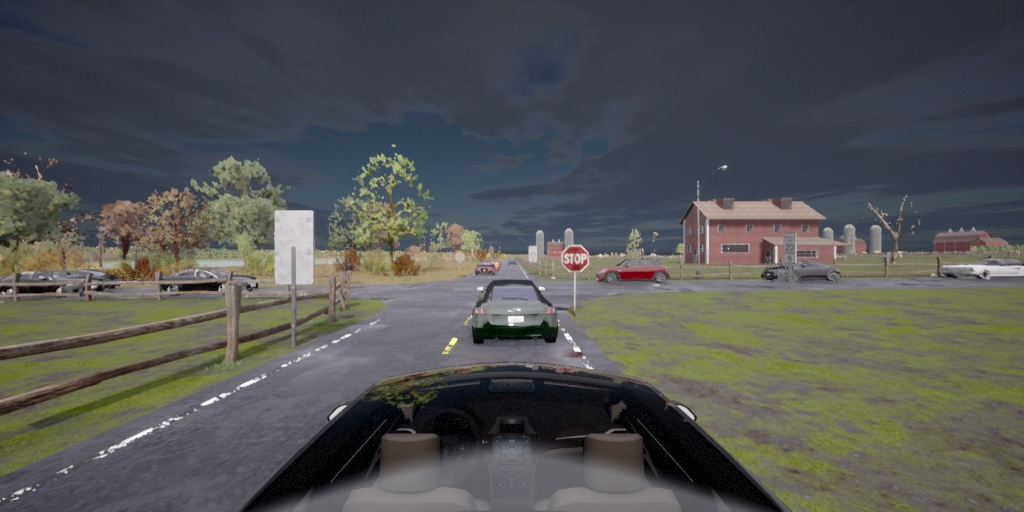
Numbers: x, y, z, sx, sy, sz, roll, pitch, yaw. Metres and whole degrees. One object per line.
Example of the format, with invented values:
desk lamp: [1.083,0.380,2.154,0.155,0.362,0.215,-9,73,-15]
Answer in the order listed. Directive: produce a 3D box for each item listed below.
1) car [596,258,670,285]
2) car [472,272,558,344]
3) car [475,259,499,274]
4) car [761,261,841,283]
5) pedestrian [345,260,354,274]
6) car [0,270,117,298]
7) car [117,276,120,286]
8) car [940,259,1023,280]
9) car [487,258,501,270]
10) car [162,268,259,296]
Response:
car: [7.969,0.941,23.959,4.553,1.767,2.097,-1,0,7]
car: [-0.008,1.309,9.623,1.994,1.385,4.181,0,0,-3]
car: [-2.781,1.295,38.351,1.994,1.385,4.181,0,0,1]
car: [18.753,1.001,23.381,4.181,1.385,1.994,-1,0,1]
pedestrian: [-12.118,1.152,26.694,0.375,1.860,0.375,0,1,1]
car: [-26.839,1.596,20.964,4.902,1.511,2.128,-1,0,2]
car: [-28.921,1.634,23.844,4.674,1.442,1.812,-1,1,1]
car: [31.086,0.856,23.261,4.718,1.301,1.895,-1,0,1]
car: [-2.763,1.078,48.106,2.097,1.767,4.553,0,0,0]
car: [-17.432,1.466,20.791,4.902,1.511,2.128,-1,0,1]
